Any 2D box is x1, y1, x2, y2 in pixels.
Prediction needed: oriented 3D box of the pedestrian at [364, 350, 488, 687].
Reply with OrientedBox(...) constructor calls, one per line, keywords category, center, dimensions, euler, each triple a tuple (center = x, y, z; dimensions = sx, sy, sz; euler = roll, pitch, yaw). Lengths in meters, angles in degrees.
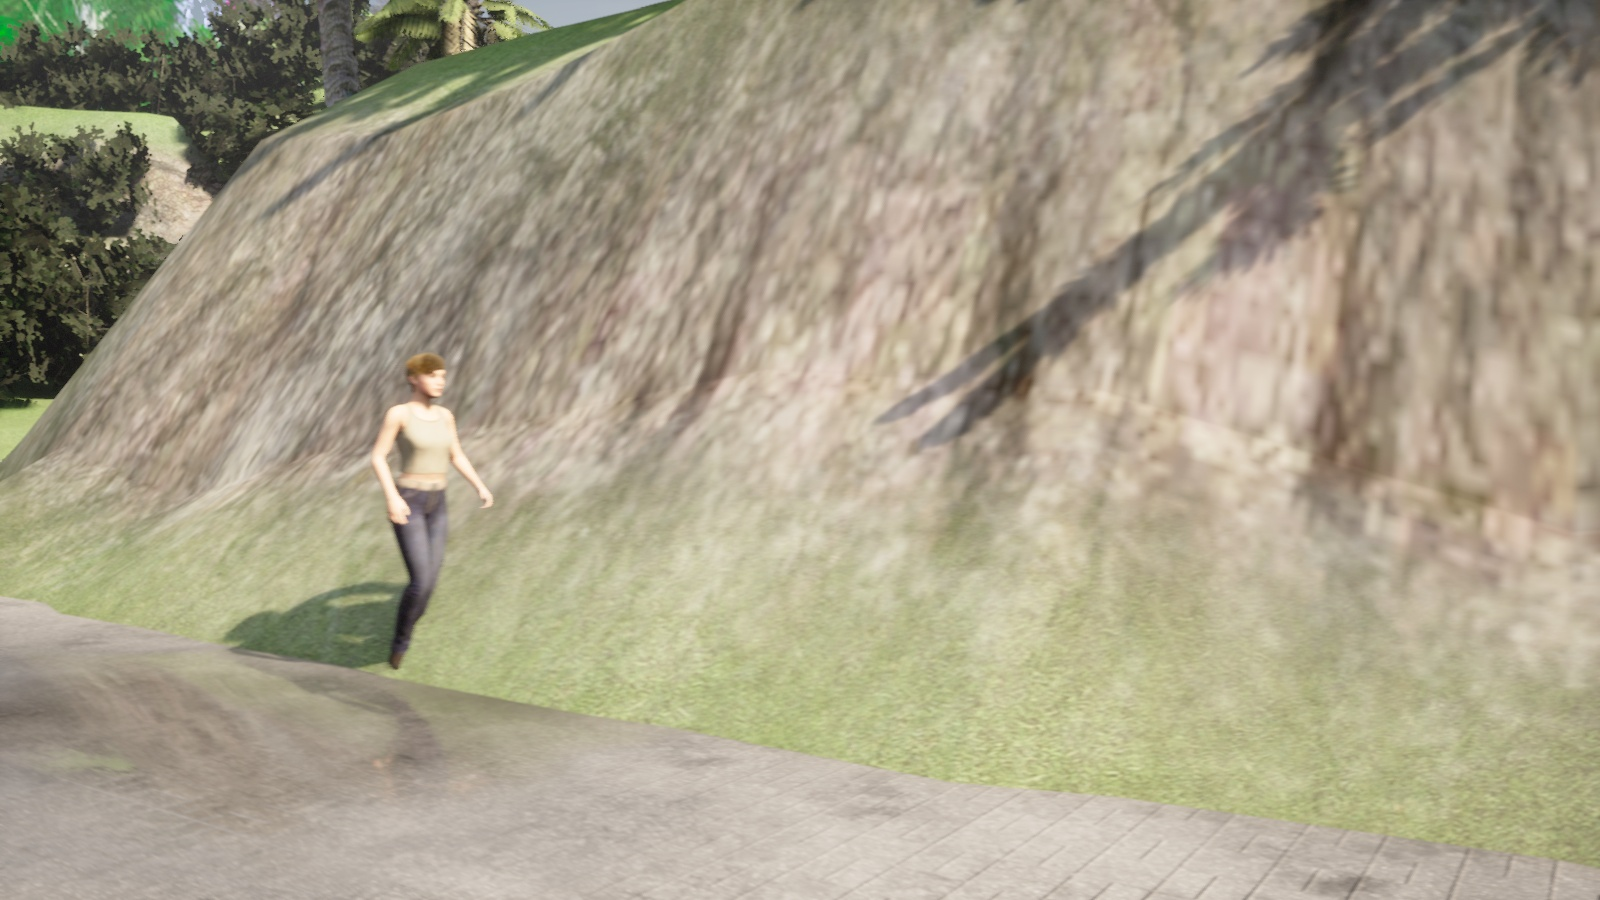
OrientedBox(category="pedestrian", center=(-2.124, 0.372, 7.136), dimensions=(0.594, 1.836, 0.345), euler=(0, 1, 33))
